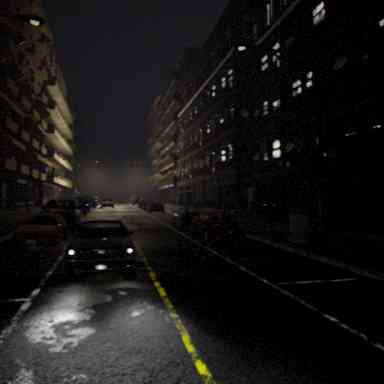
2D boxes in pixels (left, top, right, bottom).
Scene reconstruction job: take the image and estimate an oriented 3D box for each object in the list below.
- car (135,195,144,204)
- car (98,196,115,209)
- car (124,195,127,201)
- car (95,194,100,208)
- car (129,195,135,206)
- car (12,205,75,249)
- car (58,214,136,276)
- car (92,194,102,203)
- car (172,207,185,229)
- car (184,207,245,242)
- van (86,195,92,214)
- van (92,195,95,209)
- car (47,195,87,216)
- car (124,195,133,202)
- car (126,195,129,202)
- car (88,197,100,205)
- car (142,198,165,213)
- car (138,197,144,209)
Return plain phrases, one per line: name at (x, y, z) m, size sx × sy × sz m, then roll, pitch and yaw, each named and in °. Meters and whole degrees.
car at (-6.868, 1.589, 48.786) m, size 1.967 × 1.590 × 4.097 m, roll 2°, pitch -1°, yaw -14°
car at (-11.801, 1.613, 46.476) m, size 1.812 × 1.442 × 4.674 m, roll 1°, pitch 0°, yaw -14°
car at (-14.945, 1.862, 80.976) m, size 1.802 × 1.307 × 4.206 m, roll 2°, pitch -1°, yaw -14°
car at (-14.532, 1.378, 46.938) m, size 2.192 × 1.841 × 5.009 m, roll 2°, pitch -1°, yaw -14°
car at (-9.582, 1.500, 59.511) m, size 2.192 × 1.841 × 5.009 m, roll 2°, pitch -1°, yaw -14°
car at (-6.468, 1.514, 14.574) m, size 1.752 × 1.417 × 4.829 m, roll 2°, pitch -1°, yaw -14°
car at (-2.856, 1.610, 10.612) m, size 1.895 × 1.301 × 4.718 m, roll 1°, pitch 0°, yaw -14°
car at (-22.562, 1.511, 79.134) m, size 2.192 × 1.841 × 5.009 m, roll 2°, pitch -1°, yaw -14°
car at (-0.188, 1.633, 21.951) m, size 2.008 × 1.369 × 4.403 m, roll 2°, pitch -1°, yaw -14°
car at (1.151, 1.619, 16.584) m, size 1.887 × 1.381 × 4.507 m, roll 2°, pitch -1°, yaw -14°
van at (-10.517, 1.358, 30.838) m, size 1.690 × 1.788 × 3.998 m, roll 2°, pitch -1°, yaw -14°
van at (-11.856, 1.372, 36.206) m, size 1.690 × 1.788 × 3.998 m, roll 2°, pitch -1°, yaw -14°
car at (-7.840, 1.312, 20.109) m, size 2.192 × 1.841 × 5.009 m, roll 2°, pitch -1°, yaw -14°
car at (-17.614, 1.655, 91.712) m, size 2.192 × 1.841 × 5.009 m, roll 2°, pitch -1°, yaw -14°
car at (-12.263, 1.669, 70.243) m, size 1.967 × 1.590 × 4.097 m, roll 2°, pitch -1°, yaw -14°
car at (-18.556, 1.687, 63.035) m, size 1.947 × 1.339 × 4.313 m, roll 2°, pitch -1°, yaw -14°
car at (-4.202, 1.661, 38.050) m, size 1.887 × 1.381 × 4.507 m, roll 2°, pitch -1°, yaw -14°
car at (-5.540, 1.676, 43.416) m, size 1.887 × 1.381 × 4.507 m, roll 2°, pitch -1°, yaw -14°
